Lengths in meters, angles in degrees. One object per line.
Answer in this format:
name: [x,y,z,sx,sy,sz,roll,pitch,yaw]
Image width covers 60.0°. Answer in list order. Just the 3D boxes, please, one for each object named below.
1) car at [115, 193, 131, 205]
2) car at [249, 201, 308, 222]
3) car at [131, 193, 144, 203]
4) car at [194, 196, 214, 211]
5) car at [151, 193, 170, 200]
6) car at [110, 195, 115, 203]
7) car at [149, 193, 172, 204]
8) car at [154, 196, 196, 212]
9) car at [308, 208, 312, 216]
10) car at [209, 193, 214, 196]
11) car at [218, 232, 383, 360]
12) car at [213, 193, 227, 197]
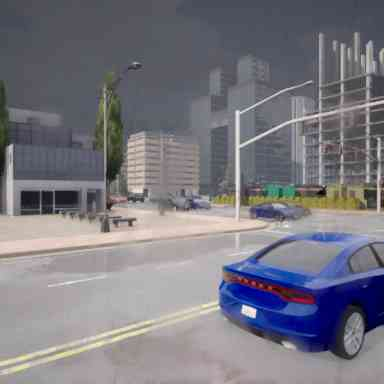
car: [-13.426,1.341,60.192,2.097,1.767,4.553,0,0,-36]
car: [6.427,1.518,26.232,1.812,1.442,4.674,0,0,-30]
car: [-12.114,1.212,70.328,2.150,2.045,5.566,0,0,-36]
car: [0.438,1.516,41.075,1.812,1.442,4.674,0,0,-36]
car: [-8.433,1.136,89.468,4.605,1.855,1.932,0,0,-38]
car: [-15.747,1.539,57.423,2.033,1.411,5.357,0,0,-36]
car: [-6.246,1.340,62.435,2.097,1.767,4.553,0,0,-36]
car: [-2.063,1.498,38.542,1.837,1.490,4.892,0,0,-36]
car: [8.574,1.554,29.899,1.994,1.385,4.181,0,0,-36]
car: [5.286,1.139,71.613,3.866,1.878,1.905,0,0,-38]
car: [2.715,1.476,6.075,5.008,1.535,1.882,0,0,-38]
car: [7.044,1.378,69.312,3.806,1.475,1.970,0,0,-38]
